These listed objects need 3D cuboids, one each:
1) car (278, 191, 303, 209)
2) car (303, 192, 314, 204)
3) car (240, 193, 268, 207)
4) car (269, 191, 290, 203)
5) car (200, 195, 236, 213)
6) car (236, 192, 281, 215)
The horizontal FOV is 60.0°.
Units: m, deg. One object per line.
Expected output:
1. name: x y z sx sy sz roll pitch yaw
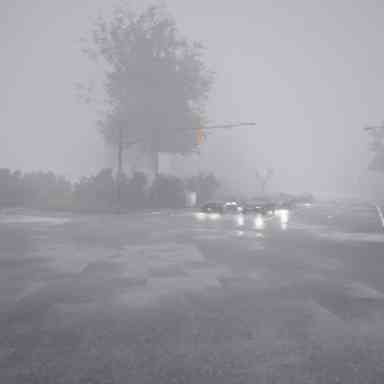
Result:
1. car: 10.074 0.923 35.786 2.128 1.511 4.902 2 1 28
2. car: 15.875 0.746 46.751 1.882 1.535 5.008 2 2 28
3. car: 7.119 0.869 37.673 1.812 1.442 4.674 2 1 28
4. car: 12.771 0.688 48.364 1.837 1.490 4.892 2 1 27
5. car: 2.666 0.990 29.432 2.033 1.411 5.357 2 1 28
6. car: 5.621 1.036 27.542 1.837 1.490 4.892 2 1 28
